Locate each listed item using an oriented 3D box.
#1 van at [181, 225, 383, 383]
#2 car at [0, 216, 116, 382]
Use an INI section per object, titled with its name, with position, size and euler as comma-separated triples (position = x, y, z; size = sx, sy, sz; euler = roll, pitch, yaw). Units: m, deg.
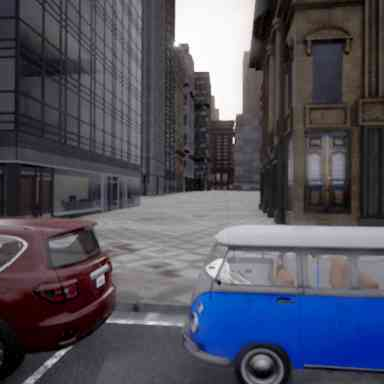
[van]
position = 1.970, 1.341, 4.205
size = 3.998, 1.788, 1.690
euler = 0, 0, 7
[car]
position = -3.635, 1.311, 4.910
size = 5.009, 1.841, 2.192
euler = 0, 0, 7
